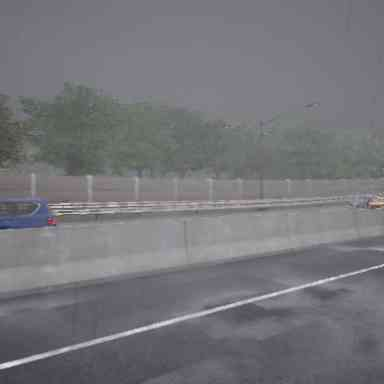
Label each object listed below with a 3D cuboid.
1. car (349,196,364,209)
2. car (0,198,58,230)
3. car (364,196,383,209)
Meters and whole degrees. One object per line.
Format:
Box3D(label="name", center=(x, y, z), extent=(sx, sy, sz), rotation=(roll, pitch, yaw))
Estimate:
Box3D(label="car", center=(21.083, 1.237, 40.495), extent=(4.902, 1.511, 2.128), rotation=(-2, 1, -35))
Box3D(label="car", center=(-7.571, 1.222, 11.487), extent=(5.566, 2.045, 2.150), rotation=(1, 0, -35))
Box3D(label="car", center=(21.254, 1.279, 36.325), extent=(5.008, 1.535, 1.882), rotation=(-2, 1, -35))
